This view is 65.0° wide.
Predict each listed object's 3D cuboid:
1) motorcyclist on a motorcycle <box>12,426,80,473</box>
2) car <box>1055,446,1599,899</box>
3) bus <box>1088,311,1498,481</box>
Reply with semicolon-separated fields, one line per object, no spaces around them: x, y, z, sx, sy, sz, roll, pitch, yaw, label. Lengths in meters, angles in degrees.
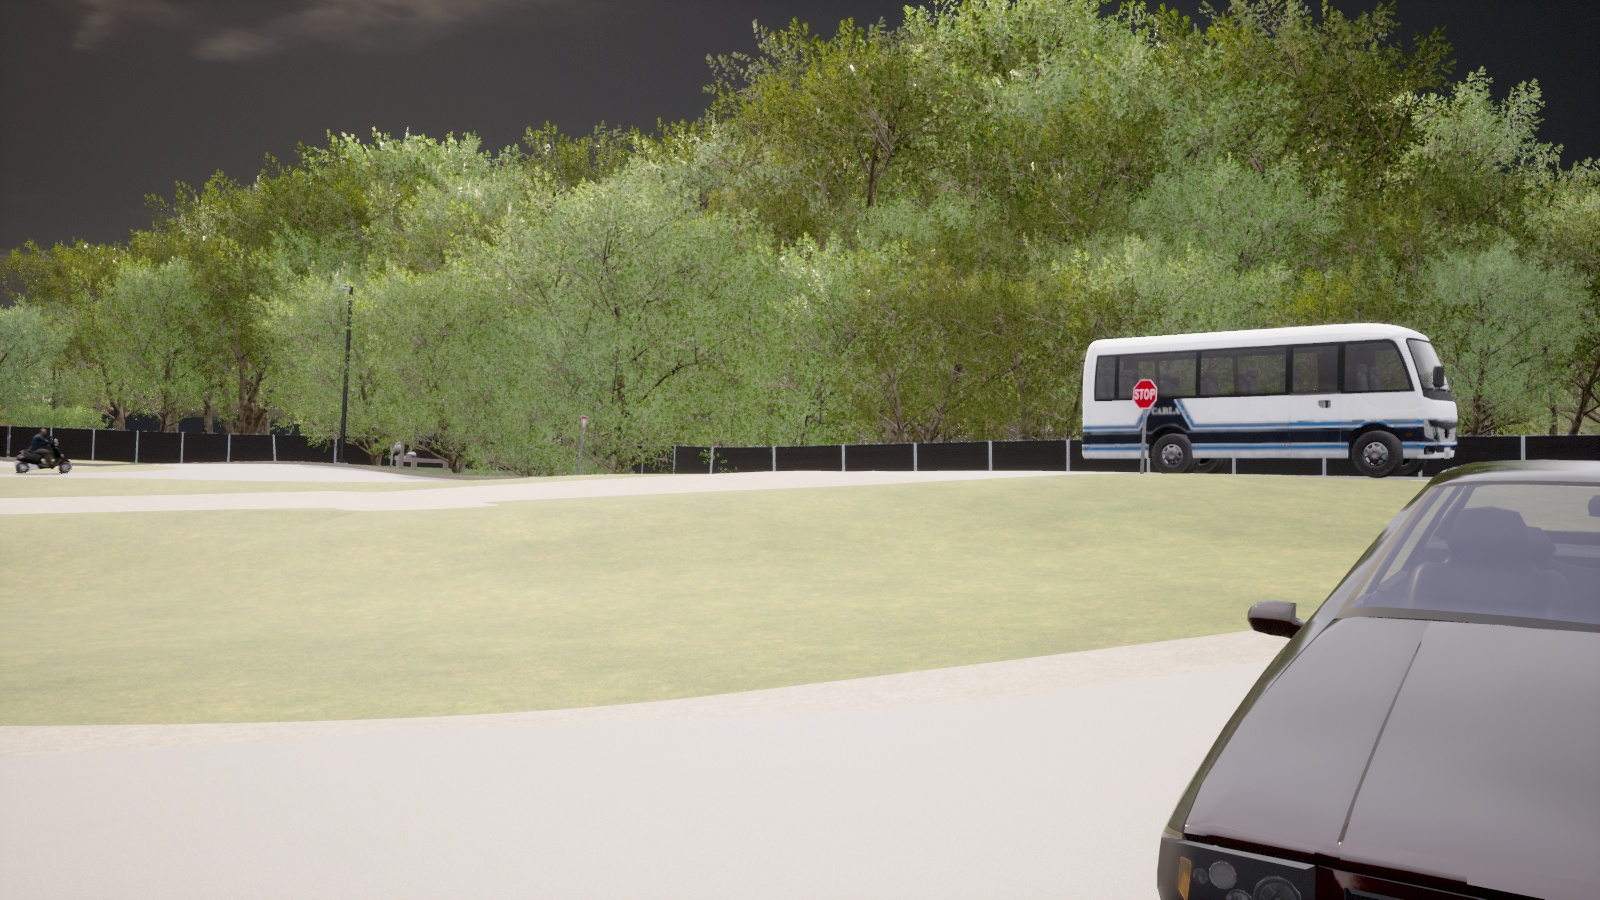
-26.297;0.009;43.817;0.866;1.590;1.817;-1;-2;43;motorcyclist on a motorcycle
2.823;0.751;4.234;2.033;1.411;5.357;2;2;33;car
13.967;-1.336;36.279;10.273;4.253;3.944;0;0;39;bus
